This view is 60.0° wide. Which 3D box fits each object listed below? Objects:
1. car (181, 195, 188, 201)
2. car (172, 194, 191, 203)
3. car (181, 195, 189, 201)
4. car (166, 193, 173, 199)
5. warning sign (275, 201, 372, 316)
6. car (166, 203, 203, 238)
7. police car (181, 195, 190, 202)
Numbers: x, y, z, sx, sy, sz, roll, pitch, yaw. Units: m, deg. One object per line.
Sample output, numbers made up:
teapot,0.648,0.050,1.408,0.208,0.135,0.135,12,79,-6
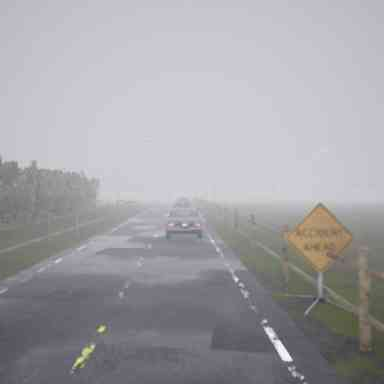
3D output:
car,-2.017,1.564,91.902,1.812,1.442,4.674,0,0,-2
car,-1.176,1.378,41.395,2.097,1.767,4.553,0,0,-2
car,-1.829,1.563,85.905,1.812,1.442,4.674,0,0,-2
car,-5.193,1.029,79.040,2.097,1.767,4.553,0,0,-2
warning sign,2.299,1.104,5.994,1.300,1.860,1.060,0,0,-2
car,-0.421,1.560,17.732,2.033,1.411,5.357,0,0,-2
police car,-1.520,1.460,76.019,1.930,1.638,5.238,0,0,-2
